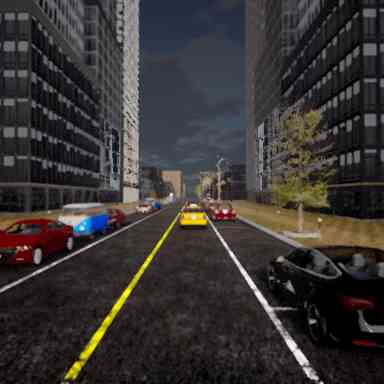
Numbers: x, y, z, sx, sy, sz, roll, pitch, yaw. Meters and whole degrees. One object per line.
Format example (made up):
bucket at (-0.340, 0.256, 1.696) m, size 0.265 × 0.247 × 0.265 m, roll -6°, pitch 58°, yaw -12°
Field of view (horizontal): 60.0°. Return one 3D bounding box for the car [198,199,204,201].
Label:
car at (0.116, 1.929, 41.948) m, size 1.994 × 1.385 × 4.181 m, roll 0°, pitch -1°, yaw 0°

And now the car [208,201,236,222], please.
car at (2.706, 1.696, 29.010) m, size 1.967 × 1.590 × 4.097 m, roll 0°, pitch 0°, yaw 0°

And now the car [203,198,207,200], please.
car at (2.711, 1.928, 46.256) m, size 1.752 × 1.417 × 4.829 m, roll 0°, pitch 0°, yaw 0°

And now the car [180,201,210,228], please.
car at (0.109, 1.668, 23.959) m, size 1.801 × 1.575 × 5.366 m, roll 0°, pitch -1°, yaw 0°

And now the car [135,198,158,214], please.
car at (-5.671, 1.793, 40.412) m, size 1.967 × 1.590 × 4.097 m, roll 0°, pitch 0°, yaw 0°

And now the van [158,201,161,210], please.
van at (-5.668, 1.741, 46.106) m, size 1.690 × 1.788 × 3.998 m, roll 0°, pitch 0°, yaw 0°

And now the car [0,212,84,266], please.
car at (-5.682, 1.652, 11.951) m, size 1.887 × 1.381 × 4.507 m, roll 0°, pitch -1°, yaw 0°

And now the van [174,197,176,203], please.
van at (-5.653, 2.073, 85.949) m, size 1.690 × 1.788 × 3.998 m, roll 0°, pitch 0°, yaw 0°

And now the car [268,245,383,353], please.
car at (2.696, 1.623, 6.243) m, size 1.947 × 1.339 × 4.313 m, roll 0°, pitch -1°, yaw 0°

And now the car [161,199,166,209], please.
car at (-5.667, 2.014, 51.796) m, size 1.947 × 1.339 × 4.313 m, roll 0°, pitch 0°, yaw 0°

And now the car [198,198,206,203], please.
car at (2.729, 2.329, 91.619) m, size 2.008 × 1.369 × 4.403 m, roll 0°, pitch 0°, yaw 0°

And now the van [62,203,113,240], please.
van at (-5.679, 1.498, 17.646) m, size 1.690 × 1.788 × 3.998 m, roll 0°, pitch -1°, yaw 0°

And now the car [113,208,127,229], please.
car at (-5.678, 1.788, 23.336) m, size 1.802 × 1.307 × 4.206 m, roll 0°, pitch 0°, yaw 0°

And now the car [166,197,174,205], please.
car at (-5.658, 2.162, 74.393) m, size 1.752 × 1.417 × 4.829 m, roll 0°, pitch 0°, yaw 0°
